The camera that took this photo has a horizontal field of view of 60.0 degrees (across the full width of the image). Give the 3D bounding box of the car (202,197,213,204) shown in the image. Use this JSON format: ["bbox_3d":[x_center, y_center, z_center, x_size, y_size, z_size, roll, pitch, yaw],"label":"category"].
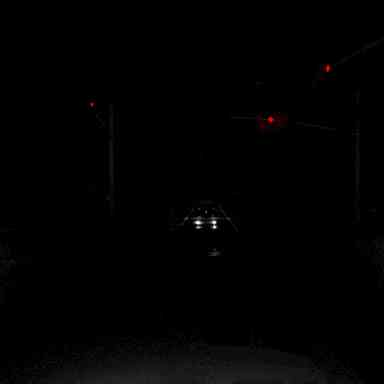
[{"bbox_3d":[2.927,1.565,63.130,1.895,1.301,4.718,0,0,3],"label":"car"}]

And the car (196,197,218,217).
[{"bbox_3d":[1.353,1.491,31.549,1.812,1.442,4.674,0,0,3],"label":"car"}]

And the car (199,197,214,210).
[{"bbox_3d":[1.908,1.471,43.360,1.837,1.490,4.892,0,0,3],"label":"car"}]
